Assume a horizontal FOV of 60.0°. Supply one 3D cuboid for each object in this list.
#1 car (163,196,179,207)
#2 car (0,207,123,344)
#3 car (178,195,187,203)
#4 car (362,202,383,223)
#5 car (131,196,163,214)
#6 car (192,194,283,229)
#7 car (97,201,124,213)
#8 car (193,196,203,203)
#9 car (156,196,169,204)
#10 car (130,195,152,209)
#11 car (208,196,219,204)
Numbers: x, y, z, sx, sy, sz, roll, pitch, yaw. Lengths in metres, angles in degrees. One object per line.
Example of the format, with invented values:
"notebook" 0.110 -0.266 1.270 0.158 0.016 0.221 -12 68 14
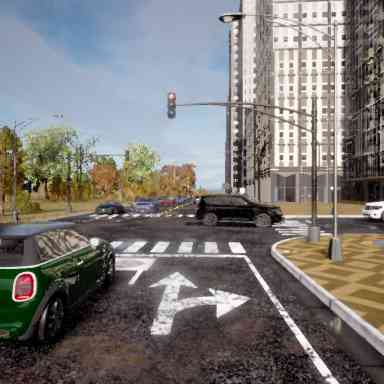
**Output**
"car" -3.630 1.593 50.456 1.895 1.301 4.718 0 0 5
"car" -3.007 1.351 6.592 2.097 1.767 4.553 0 0 1
"car" -2.149 1.351 68.056 2.097 1.767 4.553 0 0 5
"car" 14.821 1.059 22.846 5.566 2.045 2.150 0 0 5
"car" -4.804 1.344 35.628 2.097 1.767 4.553 0 0 5
"car" 2.928 1.167 21.351 5.566 2.045 2.150 -1 1 22
"car" -8.238 1.554 33.461 1.994 1.385 4.181 0 0 4
"car" 1.201 1.527 67.869 1.812 1.442 4.674 0 0 5
"car" -5.682 1.523 64.965 1.812 1.442 4.674 0 0 5
"car" -7.170 1.344 46.916 2.097 1.767 4.553 0 0 4
"car" 4.310 1.565 65.944 1.994 1.385 4.181 0 0 5
